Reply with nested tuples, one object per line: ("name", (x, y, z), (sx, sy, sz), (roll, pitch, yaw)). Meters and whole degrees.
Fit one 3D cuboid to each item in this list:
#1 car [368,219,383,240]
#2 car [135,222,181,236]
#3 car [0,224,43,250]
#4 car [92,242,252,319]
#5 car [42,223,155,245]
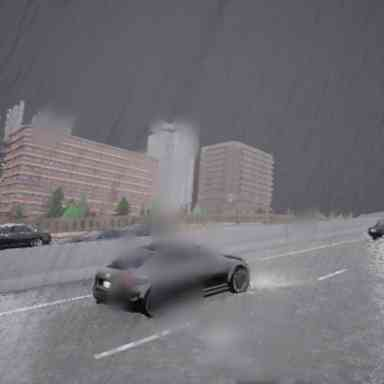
("car", (12.882, 2.341, 20.965), (4.718, 1.301, 1.895), (1, -4, -43))
("car", (-3.141, 2.572, 20.518), (5.357, 1.411, 2.033), (1, -4, -43))
("car", (-10.398, 2.572, 18.465), (4.892, 1.490, 1.837), (1, -4, -43))
("car", (-0.335, 1.977, 8.456), (4.181, 1.385, 1.994), (1, -4, -43))
("car", (-4.045, 2.343, 14.847), (4.181, 1.385, 1.994), (1, -4, -43))
